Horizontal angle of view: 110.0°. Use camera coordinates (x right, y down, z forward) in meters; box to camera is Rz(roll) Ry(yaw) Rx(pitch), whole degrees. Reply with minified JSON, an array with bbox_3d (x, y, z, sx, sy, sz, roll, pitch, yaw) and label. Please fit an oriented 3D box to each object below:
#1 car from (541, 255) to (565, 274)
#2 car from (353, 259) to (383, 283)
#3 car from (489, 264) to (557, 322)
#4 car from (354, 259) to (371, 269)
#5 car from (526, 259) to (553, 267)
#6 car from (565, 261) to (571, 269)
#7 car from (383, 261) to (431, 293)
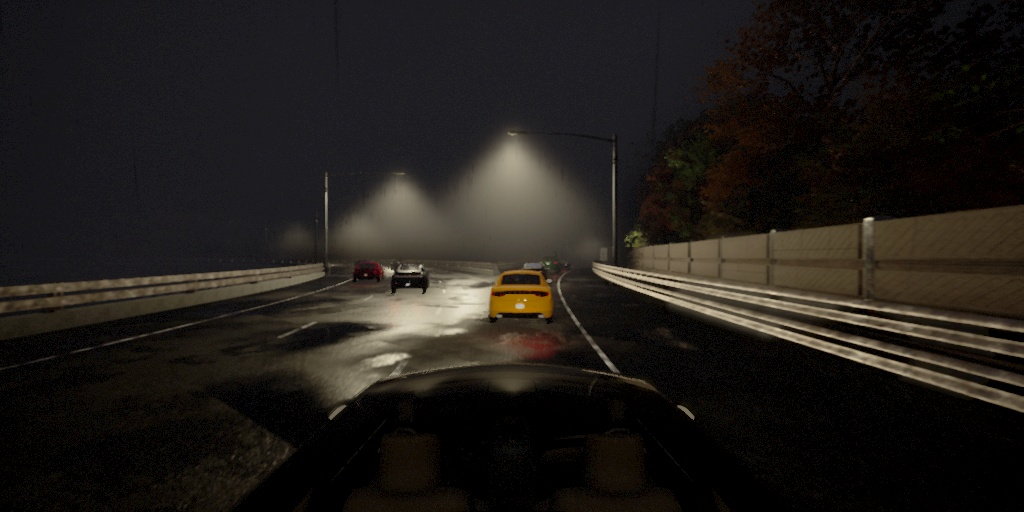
[{"bbox_3d":[4.488,0.935,41.481,2.150,2.045,5.566,0,0,13],"label":"car"},{"bbox_3d":[-11.165,1.209,28.167,1.882,1.535,5.008,0,0,-15],"label":"car"},{"bbox_3d":[0.353,1.218,12.275,1.882,1.535,5.008,0,0,3],"label":"car"},{"bbox_3d":[-22.893,1.239,54.756,1.812,1.442,4.674,0,0,-31],"label":"car"},{"bbox_3d":[1.644,1.220,25.607,2.128,1.511,4.902,0,0,8],"label":"car"},{"bbox_3d":[7.666,1.320,53.322,1.895,1.301,4.718,0,0,15],"label":"car"},{"bbox_3d":[-5.710,1.228,20.416,2.128,1.511,4.902,0,0,-11],"label":"car"}]
